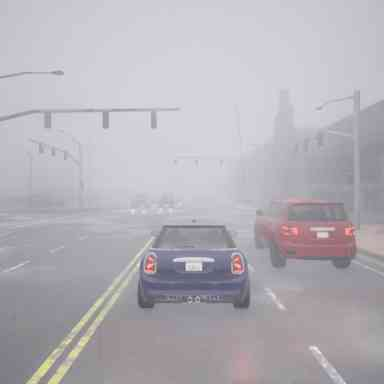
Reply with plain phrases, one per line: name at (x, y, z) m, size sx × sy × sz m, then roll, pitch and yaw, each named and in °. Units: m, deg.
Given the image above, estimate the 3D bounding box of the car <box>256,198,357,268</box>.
car at (3.539, 1.220, 11.390) m, size 2.150 × 2.045 × 5.566 m, roll 0°, pitch 0°, yaw 2°

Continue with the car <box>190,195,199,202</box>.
car at (0.455, 1.491, 77.616) m, size 1.837 × 1.490 × 4.892 m, roll 0°, pitch 0°, yaw 1°

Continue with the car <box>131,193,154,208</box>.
car at (-7.303, 1.216, 48.144) m, size 2.150 × 2.045 × 5.566 m, roll 0°, pitch 0°, yaw 1°

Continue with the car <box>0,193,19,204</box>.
car at (-39.083, 1.145, 70.107) m, size 4.605 × 1.855 × 1.932 m, roll 0°, pitch 0°, yaw 0°

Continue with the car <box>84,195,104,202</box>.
car at (-21.555, 1.387, 73.043) m, size 3.806 × 1.475 × 1.970 m, roll 0°, pitch 0°, yaw 0°

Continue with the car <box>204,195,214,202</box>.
car at (3.952, 1.515, 77.433) m, size 1.812 × 1.442 × 4.674 m, roll 0°, pitch 0°, yaw 1°

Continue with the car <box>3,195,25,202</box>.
car at (-39.022, 1.355, 73.003) m, size 3.905 × 1.438 × 1.784 m, roll 0°, pitch 0°, yaw 0°

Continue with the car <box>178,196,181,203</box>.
car at (-3.540, 1.518, 60.375) m, size 1.812 × 1.442 × 4.674 m, roll 0°, pitch 0°, yaw 2°

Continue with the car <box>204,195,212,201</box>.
car at (4.203, 1.515, 87.713) m, size 2.128 × 1.511 × 4.902 m, roll 0°, pitch 0°, yaw 1°

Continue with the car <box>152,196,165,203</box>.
car at (-6.781, 1.539, 68.367) m, size 2.033 × 1.411 × 5.357 m, roll 0°, pitch 0°, yaw 2°

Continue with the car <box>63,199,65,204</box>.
car at (-21.503, 1.150, 50.524) m, size 3.866 × 1.878 × 1.905 m, roll 0°, pitch 0°, yaw 0°

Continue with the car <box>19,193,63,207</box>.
car at (-21.554, 1.148, 47.629) m, size 4.605 × 1.855 × 1.932 m, roll 0°, pitch 0°, yaw 0°

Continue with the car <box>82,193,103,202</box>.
car at (-21.563, 1.148, 70.147) m, size 3.866 × 1.878 × 1.905 m, roll 0°, pitch 0°, yaw 0°

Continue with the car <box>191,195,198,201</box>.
car at (0.702, 1.467, 87.705) m, size 1.882 × 1.535 × 5.008 m, roll 0°, pitch 0°, yaw 1°

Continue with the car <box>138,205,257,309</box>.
car at (0.043, 1.351, 8.050) m, size 2.097 × 1.767 × 4.553 m, roll 0°, pitch 0°, yaw 0°

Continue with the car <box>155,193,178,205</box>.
car at (-3.763, 1.215, 50.566) m, size 2.150 × 2.045 × 5.566 m, roll 0°, pitch 0°, yaw 1°
